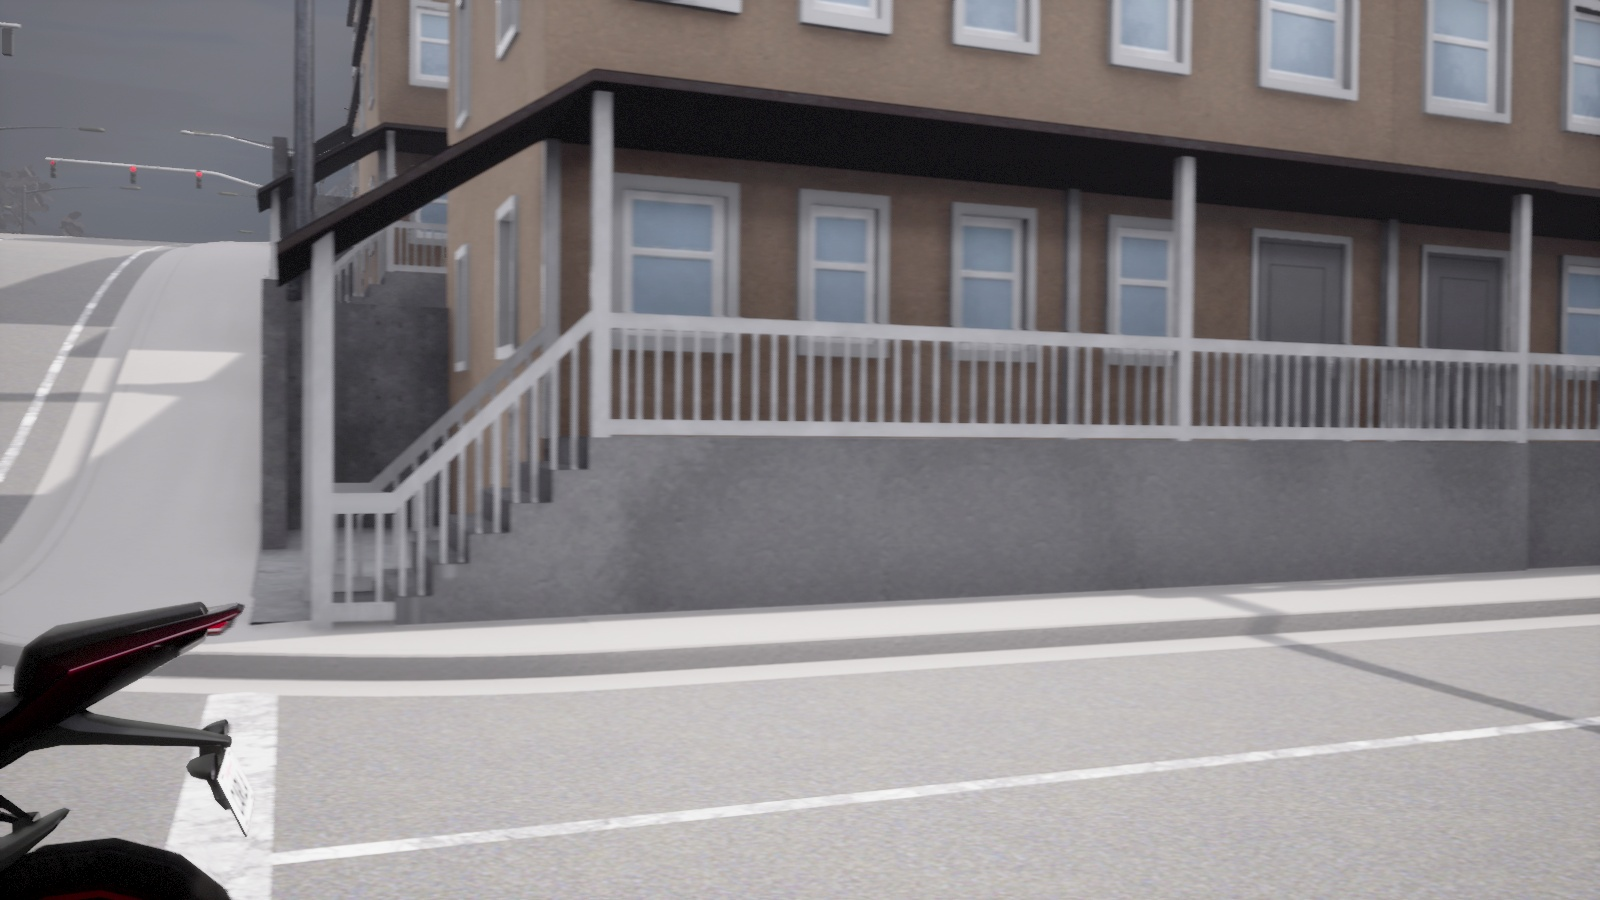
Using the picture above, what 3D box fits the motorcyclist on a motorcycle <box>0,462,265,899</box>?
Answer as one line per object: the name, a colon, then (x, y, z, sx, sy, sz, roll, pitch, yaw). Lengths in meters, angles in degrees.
motorcyclist on a motorcycle: (-2.235, 0.819, 2.393, 2.191, 1.530, 0.866, -1, 1, -21)
